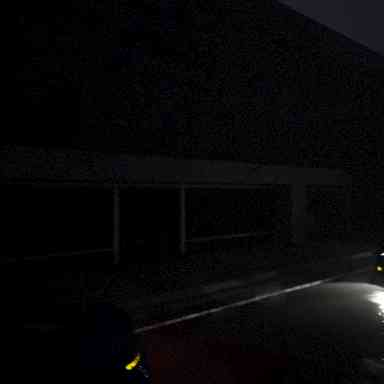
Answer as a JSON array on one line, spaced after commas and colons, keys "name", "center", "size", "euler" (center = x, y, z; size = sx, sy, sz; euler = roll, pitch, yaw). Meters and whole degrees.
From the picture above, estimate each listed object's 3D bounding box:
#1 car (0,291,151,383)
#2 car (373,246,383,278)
[{"name": "car", "center": [-2.521, 1.528, 2.164], "size": [4.674, 1.442, 1.812], "euler": [0, 0, -36]}, {"name": "car", "center": [6.632, 1.568, 8.758], "size": [4.181, 1.385, 1.994], "euler": [0, 0, -36]}]
